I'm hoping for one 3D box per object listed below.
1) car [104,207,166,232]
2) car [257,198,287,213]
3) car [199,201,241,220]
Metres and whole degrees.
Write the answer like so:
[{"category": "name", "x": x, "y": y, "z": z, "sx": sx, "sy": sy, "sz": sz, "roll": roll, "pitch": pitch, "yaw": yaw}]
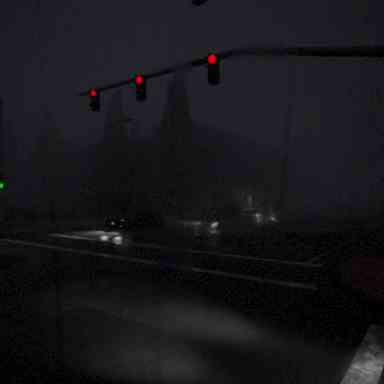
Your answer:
[{"category": "car", "x": -3.584, "y": 1.701, "z": 21.599, "sx": 1.994, "sy": 1.385, "sz": 4.181, "roll": -1, "pitch": 0, "yaw": 37}, {"category": "car", "x": 9.307, "y": 1.489, "z": 38.751, "sx": 2.097, "sy": 1.767, "sz": 4.553, "roll": -1, "pitch": 0, "yaw": 37}, {"category": "car", "x": 2.551, "y": 1.615, "z": 29.767, "sx": 1.882, "sy": 1.535, "sz": 5.008, "roll": -1, "pitch": 0, "yaw": 37}]
